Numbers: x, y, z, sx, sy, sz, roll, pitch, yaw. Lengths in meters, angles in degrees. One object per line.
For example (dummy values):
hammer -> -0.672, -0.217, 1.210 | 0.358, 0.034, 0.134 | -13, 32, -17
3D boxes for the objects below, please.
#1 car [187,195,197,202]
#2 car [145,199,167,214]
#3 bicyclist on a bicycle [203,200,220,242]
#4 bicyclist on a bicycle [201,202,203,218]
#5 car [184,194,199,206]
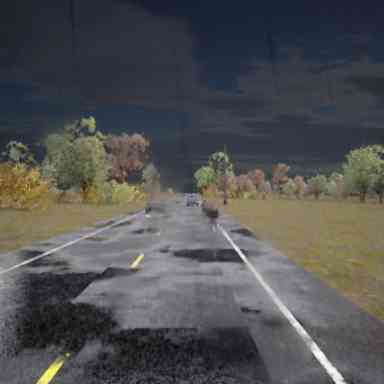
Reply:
car -> -0.002, 1.361, 73.865 | 2.033, 1.411, 5.357 | 0, 0, 0
car -> -3.596, 1.465, 34.166 | 2.033, 1.411, 5.357 | 0, 0, 0
bicyclist on a bicycle -> 0.962, 1.335, 15.080 | 0.659, 1.776, 1.843 | 0, 0, 0
bicyclist on a bicycle -> 0.962, 1.394, 24.758 | 0.582, 1.620, 1.656 | 0, 0, 0
car -> 0.099, 1.420, 53.051 | 2.033, 1.411, 5.357 | 0, 0, 0
